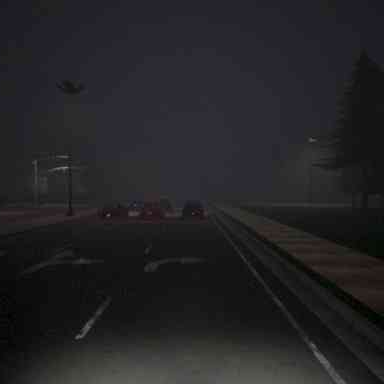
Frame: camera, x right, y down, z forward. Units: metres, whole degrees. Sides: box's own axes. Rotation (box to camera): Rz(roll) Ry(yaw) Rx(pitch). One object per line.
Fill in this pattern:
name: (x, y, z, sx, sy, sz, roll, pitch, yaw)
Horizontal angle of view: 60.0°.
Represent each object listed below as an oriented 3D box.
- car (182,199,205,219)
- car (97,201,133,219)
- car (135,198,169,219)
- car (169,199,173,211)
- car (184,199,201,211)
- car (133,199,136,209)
car: (0.108, 1.529, 29.441, 2.128, 1.511, 4.902, 0, 0, 0)
car: (-6.889, 1.635, 29.754, 1.895, 1.301, 4.718, 0, 0, 1)
car: (-3.393, 1.512, 29.228, 1.882, 1.535, 5.008, 0, 0, 1)
car: (-3.429, 1.527, 41.436, 1.882, 1.535, 5.008, 0, 0, 0)
car: (0.071, 1.617, 43.181, 1.994, 1.385, 4.181, 0, 0, 0)
car: (-6.928, 1.614, 42.894, 1.994, 1.385, 4.181, 0, 0, 0)
